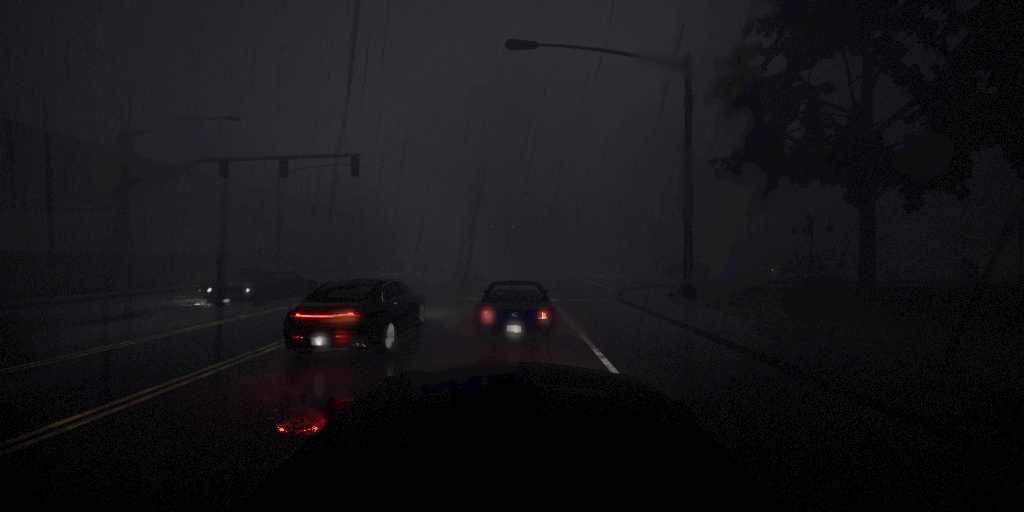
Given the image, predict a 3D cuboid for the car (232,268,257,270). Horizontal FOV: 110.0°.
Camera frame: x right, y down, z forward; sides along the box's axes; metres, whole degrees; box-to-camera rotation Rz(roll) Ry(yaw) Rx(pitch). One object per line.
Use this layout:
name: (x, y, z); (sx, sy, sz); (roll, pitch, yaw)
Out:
car: (-14.068, 1.314, 18.944); (1.994, 1.385, 4.181); (0, 0, 0)

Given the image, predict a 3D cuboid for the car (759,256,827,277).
car: (27.267, 0.971, 34.825); (5.566, 2.045, 2.150); (0, 0, -1)

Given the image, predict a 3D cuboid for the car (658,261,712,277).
car: (16.628, 1.242, 34.571); (4.902, 1.511, 2.128); (0, 0, -1)

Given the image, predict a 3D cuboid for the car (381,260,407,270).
car: (-14.023, 1.229, 42.738); (1.837, 1.490, 4.892); (0, 0, 0)

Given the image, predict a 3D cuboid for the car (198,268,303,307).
car: (-10.574, 1.351, 15.522); (1.895, 1.301, 4.718); (0, 0, 0)

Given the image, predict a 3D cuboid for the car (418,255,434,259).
car: (-13.976, 0.827, 58.423); (2.150, 2.045, 5.566); (0, 1, 0)

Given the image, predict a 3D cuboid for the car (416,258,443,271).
car: (-10.518, 1.309, 45.271); (1.895, 1.301, 4.718); (0, 0, 0)

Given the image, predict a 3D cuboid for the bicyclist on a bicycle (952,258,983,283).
bicyclist on a bicycle: (31.008, 0.974, 24.442); (0.582, 1.620, 1.656); (0, 0, -1)

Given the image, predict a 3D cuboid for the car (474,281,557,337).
car: (0.098, 1.351, 10.229); (1.895, 1.301, 4.718); (0, 0, 0)

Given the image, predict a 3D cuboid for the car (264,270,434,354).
car: (-3.405, 1.255, 8.741); (1.837, 1.490, 4.892); (0, 0, 0)
